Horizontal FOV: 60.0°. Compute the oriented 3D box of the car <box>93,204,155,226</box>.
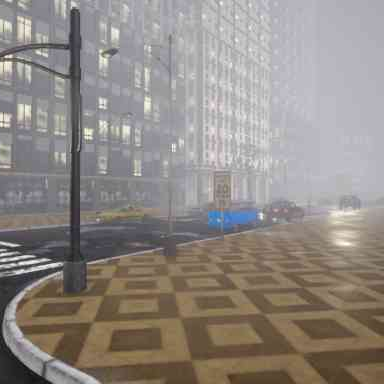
[{"bbox_3d":[-4.755,1.540,23.935,1.752,1.417,4.829,0,0,38],"label":"car"}]

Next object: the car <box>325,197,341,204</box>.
[{"bbox_3d":[28.454,1.624,66.966,2.008,1.369,4.403,0,0,38],"label":"car"}]

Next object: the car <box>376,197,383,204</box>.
[{"bbox_3d":[38.092,1.658,66.577,1.947,1.339,4.313,0,0,38],"label":"car"}]

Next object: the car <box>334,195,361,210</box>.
[{"bbox_3d":[21.149,1.368,44.515,2.192,1.841,5.009,0,0,38],"label":"car"}]

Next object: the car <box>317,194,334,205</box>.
[{"bbox_3d":[25.066,1.381,62.554,2.192,1.841,5.009,0,0,38],"label":"car"}]

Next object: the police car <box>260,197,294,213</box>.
[{"bbox_3d":[9.953,1.459,38.662,1.930,1.638,5.238,0,0,38],"label":"police car"}]

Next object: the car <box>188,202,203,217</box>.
[{"bbox_3d":[1.344,1.604,31.665,1.802,1.307,4.206,0,0,38],"label":"car"}]

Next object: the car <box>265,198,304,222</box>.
[{"bbox_3d":[7.593,1.472,26.864,1.967,1.590,4.097,0,0,38],"label":"car"}]

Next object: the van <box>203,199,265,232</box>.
[{"bbox_3d":[2.638,1.368,20.230,1.690,1.788,3.998,0,0,38],"label":"van"}]
